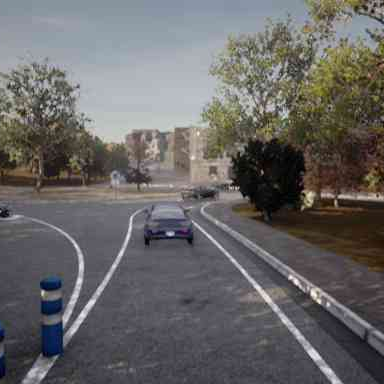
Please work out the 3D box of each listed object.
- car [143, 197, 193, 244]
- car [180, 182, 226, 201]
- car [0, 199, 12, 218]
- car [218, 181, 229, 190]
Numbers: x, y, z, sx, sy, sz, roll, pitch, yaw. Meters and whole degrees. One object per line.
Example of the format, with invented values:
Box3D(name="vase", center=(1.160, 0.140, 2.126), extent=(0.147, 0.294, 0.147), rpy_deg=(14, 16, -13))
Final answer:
Box3D(name="car", center=(-1.041, 1.180, 13.903), extent=(1.812, 1.442, 4.674), rpy_deg=(0, 3, -7))
Box3D(name="car", center=(0.882, 0.058, 33.176), extent=(2.128, 1.511, 4.902), rpy_deg=(3, 4, 38))
Box3D(name="car", center=(-12.808, 0.824, 20.187), extent=(4.892, 1.490, 1.837), rpy_deg=(3, 3, 37))
Box3D(name="car", center=(4.270, -1.026, 51.785), extent=(1.812, 1.442, 4.674), rpy_deg=(0, 3, -13))
